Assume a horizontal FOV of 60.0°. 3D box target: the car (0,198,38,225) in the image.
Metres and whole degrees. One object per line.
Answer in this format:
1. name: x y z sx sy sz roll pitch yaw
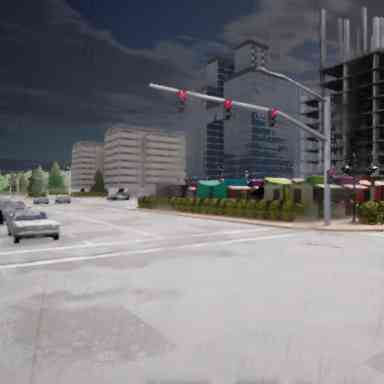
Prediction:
1. car: -12.821 1.455 23.926 2.128 1.511 4.902 0 0 -33

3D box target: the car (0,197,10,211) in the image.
1. car: -23.762 1.430 40.803 2.128 1.511 4.902 0 0 -33

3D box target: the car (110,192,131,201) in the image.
1. car: -15.396 1.023 73.497 3.866 1.878 1.905 0 0 -35

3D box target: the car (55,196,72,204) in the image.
1. car: -22.821 1.449 58.920 2.033 1.411 5.357 0 0 -34

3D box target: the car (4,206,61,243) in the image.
1. car: -7.712 1.575 16.076 1.895 1.301 4.718 0 0 -33

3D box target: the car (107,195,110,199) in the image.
1. car: -16.992 1.017 75.913 4.605 1.855 1.932 0 0 -35

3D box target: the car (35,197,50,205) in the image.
1. car: -25.765 1.472 57.003 1.994 1.385 4.181 0 0 -33

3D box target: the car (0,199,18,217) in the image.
1. car: -17.979 1.456 31.861 1.837 1.490 4.892 0 0 -33
